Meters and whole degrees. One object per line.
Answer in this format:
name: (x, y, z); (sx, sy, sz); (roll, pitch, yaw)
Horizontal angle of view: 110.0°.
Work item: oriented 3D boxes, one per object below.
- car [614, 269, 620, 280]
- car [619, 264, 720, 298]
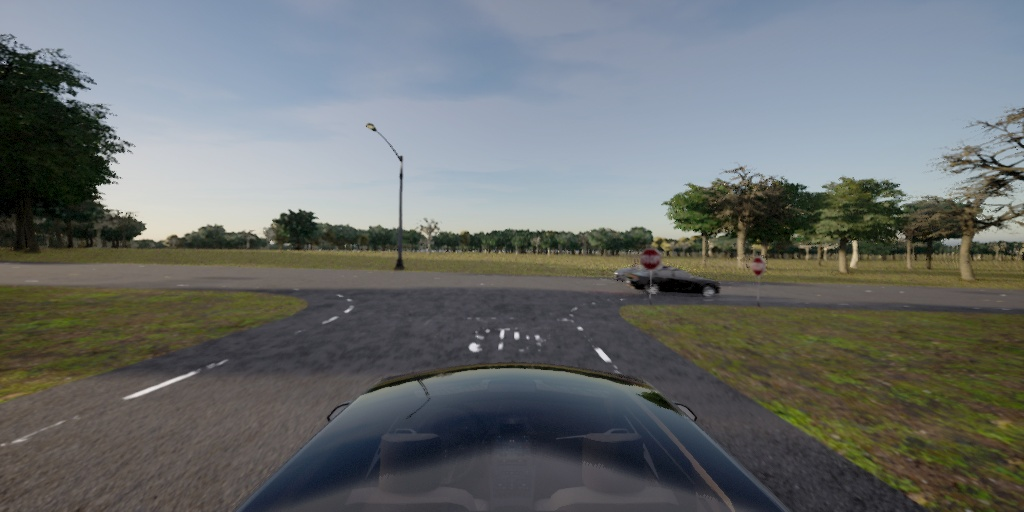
car: (10.287, 1.294, 27.170); (4.902, 1.511, 2.128); (1, 2, 0)
car: (8.998, 1.396, 20.179); (5.008, 1.535, 1.882); (2, 2, 0)
